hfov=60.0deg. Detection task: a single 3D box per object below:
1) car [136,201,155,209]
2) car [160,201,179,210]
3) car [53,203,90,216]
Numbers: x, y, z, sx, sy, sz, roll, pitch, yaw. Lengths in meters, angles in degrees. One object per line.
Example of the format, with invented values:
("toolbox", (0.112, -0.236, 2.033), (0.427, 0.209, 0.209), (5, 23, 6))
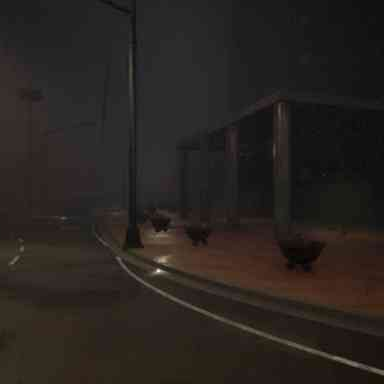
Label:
("car", (-7.861, 2.254, 55.040), (2.128, 1.511, 4.902), (0, -1, 22))
("car", (-3.708, 2.269, 55.590), (1.837, 1.490, 4.892), (0, -1, 21))
("car", (-14.347, 2.087, 39.902), (1.812, 1.442, 4.674), (0, -1, 28))
